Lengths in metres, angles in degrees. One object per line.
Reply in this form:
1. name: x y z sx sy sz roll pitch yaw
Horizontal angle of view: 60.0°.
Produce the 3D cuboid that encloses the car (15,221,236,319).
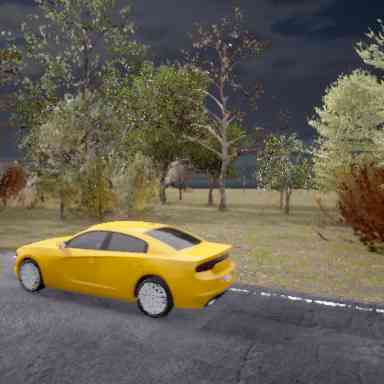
1. car: -1.565 1.380 7.145 5.008 1.535 1.882 1 1 25
